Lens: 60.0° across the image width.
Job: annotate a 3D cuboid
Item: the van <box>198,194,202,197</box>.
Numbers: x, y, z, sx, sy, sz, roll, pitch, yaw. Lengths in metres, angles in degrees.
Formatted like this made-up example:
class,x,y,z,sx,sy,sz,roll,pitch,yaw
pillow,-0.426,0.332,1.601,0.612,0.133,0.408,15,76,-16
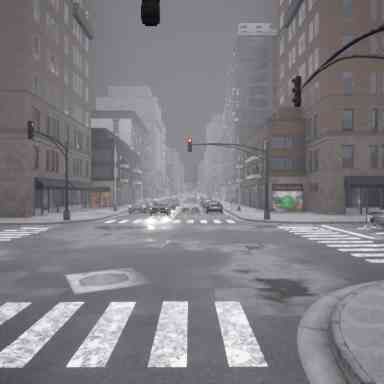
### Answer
class,x,y,z,sx,sy,sz,roll,pitch,yaw
van,2.408,1.424,58.125,1.690,1.788,3.998,0,0,0

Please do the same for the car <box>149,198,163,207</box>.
class,x,y,z,sx,sy,sz,roll,pitch,yaw
car,-5.628,1.653,52.629,1.802,1.307,4.206,0,0,0

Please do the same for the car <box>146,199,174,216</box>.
class,x,y,z,sx,sy,sz,roll,pitch,yaw
car,-3.129,1.637,33.460,1.895,1.301,4.718,0,0,0

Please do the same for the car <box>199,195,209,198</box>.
class,x,y,z,sx,sy,sz,roll,pitch,yaw
car,2.397,1.637,52.614,1.947,1.339,4.313,0,0,0

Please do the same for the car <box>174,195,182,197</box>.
class,x,y,z,sx,sy,sz,roll,pitch,yaw
car,-3.078,1.636,53.397,1.994,1.385,4.181,0,0,0

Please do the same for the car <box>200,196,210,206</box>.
class,x,y,z,sx,sy,sz,roll,pitch,yaw
car,2.386,1.641,47.103,1.802,1.307,4.206,0,0,0

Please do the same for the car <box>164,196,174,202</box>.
class,x,y,z,sx,sy,sz,roll,pitch,yaw
car,-5.574,1.694,80.183,2.008,1.369,4.403,0,0,0

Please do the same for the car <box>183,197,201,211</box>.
class,x,y,z,sx,sy,sz,roll,pitch,yaw
car,-0.158,1.649,40.802,1.895,1.301,4.718,0,0,0

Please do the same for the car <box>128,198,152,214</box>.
class,x,y,z,sx,sy,sz,roll,pitch,yaw
car,-5.661,1.480,36.098,1.967,1.590,4.097,0,0,0

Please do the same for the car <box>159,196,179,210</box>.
class,x,y,z,sx,sy,sz,roll,pitch,yaw
car,-3.105,1.617,43.438,1.994,1.385,4.181,0,0,1

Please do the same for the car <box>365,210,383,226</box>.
class,x,y,z,sx,sy,sz,roll,pitch,yaw
car,13.384,1.442,20.591,4.902,1.511,2.128,0,0,0

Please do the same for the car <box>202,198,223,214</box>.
class,x,y,z,sx,sy,sz,roll,pitch,yaw
car,2.364,1.606,36.081,1.947,1.339,4.313,0,0,0

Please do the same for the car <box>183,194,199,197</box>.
class,x,y,z,sx,sy,sz,roll,pitch,yaw
car,-0.111,1.600,67.841,2.128,1.511,4.902,0,0,0

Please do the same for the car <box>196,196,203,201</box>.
class,x,y,z,sx,sy,sz,roll,pitch,yaw
car,2.061,1.698,90.050,1.812,1.442,4.674,0,0,0

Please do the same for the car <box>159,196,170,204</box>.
class,x,y,z,sx,sy,sz,roll,pitch,yaw
car,-5.596,1.552,69.162,1.967,1.590,4.097,0,0,0

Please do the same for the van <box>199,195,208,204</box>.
class,x,y,z,sx,sy,sz,roll,pitch,yaw
van,2.429,1.453,69.146,1.690,1.788,3.998,0,0,0

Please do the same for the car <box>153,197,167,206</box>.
class,x,y,z,sx,sy,sz,roll,pitch,yaw
car,-5.617,1.634,58.140,2.008,1.369,4.403,0,0,0
